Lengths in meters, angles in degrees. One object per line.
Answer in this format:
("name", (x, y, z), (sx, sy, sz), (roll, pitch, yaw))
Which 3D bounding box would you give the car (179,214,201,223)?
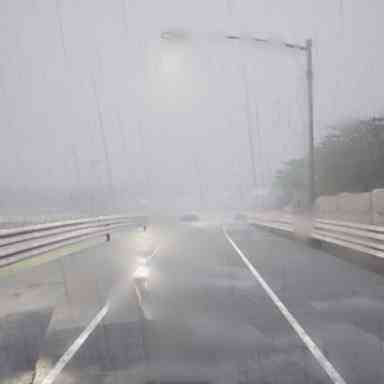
("car", (-0.236, 4.648, 58.250), (1.837, 1.490, 4.892), (-2, -4, 36))

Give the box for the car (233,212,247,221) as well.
("car", (11.371, 5.720, 78.026), (2.150, 2.045, 5.566), (-2, -4, 23))

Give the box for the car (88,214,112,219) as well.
("car", (-11.626, 3.703, 45.053), (5.008, 1.535, 1.882), (4, -5, -44))
